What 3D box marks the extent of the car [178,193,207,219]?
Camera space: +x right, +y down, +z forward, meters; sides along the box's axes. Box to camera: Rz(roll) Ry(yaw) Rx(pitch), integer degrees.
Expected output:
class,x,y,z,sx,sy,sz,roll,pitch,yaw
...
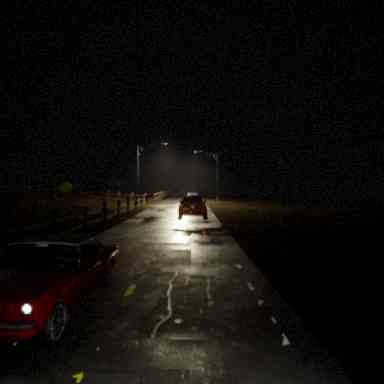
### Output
class,x,y,z,sx,sy,sz,roll,pitch,yaw
car,0.067,1.040,25.684,2.097,1.767,4.553,0,1,0

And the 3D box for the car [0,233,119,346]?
class,x,y,z,sx,sy,sz,roll,pitch,yaw
car,-2.823,1.558,6.394,1.895,1.301,4.718,0,0,0

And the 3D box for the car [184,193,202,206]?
class,x,y,z,sx,sy,sz,roll,pitch,yaw
car,0.085,0.874,42.099,2.128,1.511,4.902,0,1,0
